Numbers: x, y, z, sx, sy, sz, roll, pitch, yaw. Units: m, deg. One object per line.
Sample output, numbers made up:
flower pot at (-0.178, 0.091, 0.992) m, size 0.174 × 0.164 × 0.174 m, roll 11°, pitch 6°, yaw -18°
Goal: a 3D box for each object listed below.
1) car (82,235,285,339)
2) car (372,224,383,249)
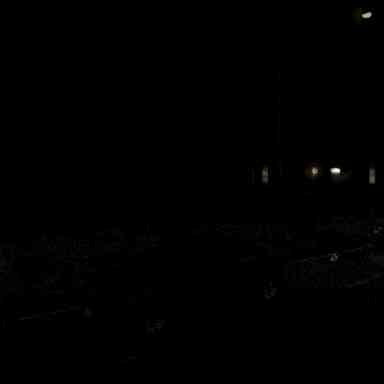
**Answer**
car at (0.066, 1.599, 6.673) m, size 4.313 × 1.339 × 1.947 m, roll 0°, pitch 0°, yaw -37°
car at (9.053, 1.492, 13.486) m, size 4.097 × 1.590 × 1.967 m, roll 0°, pitch 0°, yaw -37°
